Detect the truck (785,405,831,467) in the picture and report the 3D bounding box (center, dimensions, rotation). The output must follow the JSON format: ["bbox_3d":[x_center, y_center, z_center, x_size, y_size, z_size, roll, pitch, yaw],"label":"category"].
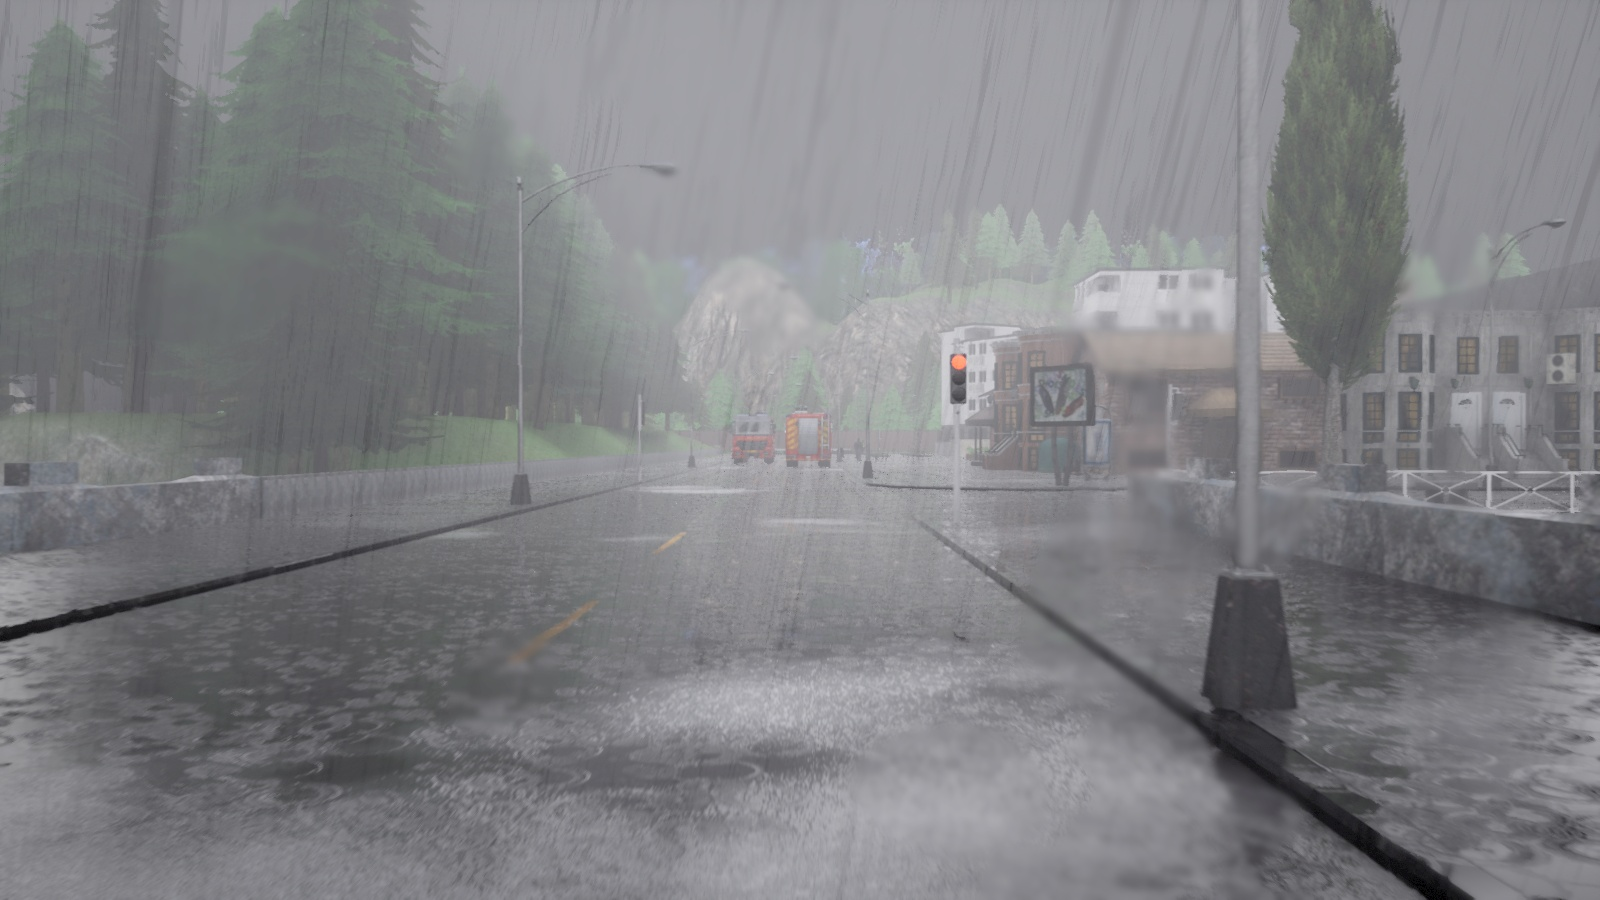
[{"bbox_3d":[0.529,-0.882,82.258,2.891,3.827,8.468,0,0,0],"label":"truck"}]

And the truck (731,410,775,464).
[{"bbox_3d":[-3.400,-0.947,93.299,2.891,3.827,8.468,0,0,0],"label":"truck"}]
